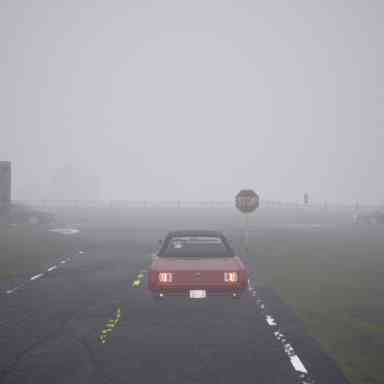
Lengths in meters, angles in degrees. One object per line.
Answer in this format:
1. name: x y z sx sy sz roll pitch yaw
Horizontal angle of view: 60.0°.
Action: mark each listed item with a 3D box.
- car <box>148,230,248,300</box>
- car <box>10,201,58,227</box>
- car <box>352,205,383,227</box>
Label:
1. car: 0.074 1.603 8.386 1.895 1.301 4.718 0 0 -1
2. car: -11.143 1.366 21.213 4.892 1.490 1.837 1 -1 0
3. car: 14.322 1.718 24.273 4.902 1.511 2.128 1 -1 0
